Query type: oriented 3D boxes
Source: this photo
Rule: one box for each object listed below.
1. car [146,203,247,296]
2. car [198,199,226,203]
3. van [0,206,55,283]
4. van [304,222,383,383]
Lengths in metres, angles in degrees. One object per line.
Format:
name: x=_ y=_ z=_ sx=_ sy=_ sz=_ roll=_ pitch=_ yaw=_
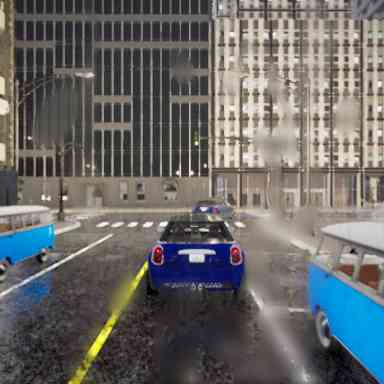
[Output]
car: x=0.096 y=1.328 z=8.735 sx=2.097 sy=1.767 sz=4.553 roll=0 pitch=0 yaw=0
car: x=1.699 y=1.265 z=24.977 sx=2.097 sy=1.767 sz=4.553 roll=0 pitch=1 yaw=23
van: x=-5.316 y=1.316 z=9.237 sx=1.690 sy=1.788 sz=3.998 roll=0 pitch=0 yaw=0
van: x=2.568 y=1.331 z=3.558 sx=1.690 sy=1.788 sz=3.998 roll=0 pitch=0 yaw=0
